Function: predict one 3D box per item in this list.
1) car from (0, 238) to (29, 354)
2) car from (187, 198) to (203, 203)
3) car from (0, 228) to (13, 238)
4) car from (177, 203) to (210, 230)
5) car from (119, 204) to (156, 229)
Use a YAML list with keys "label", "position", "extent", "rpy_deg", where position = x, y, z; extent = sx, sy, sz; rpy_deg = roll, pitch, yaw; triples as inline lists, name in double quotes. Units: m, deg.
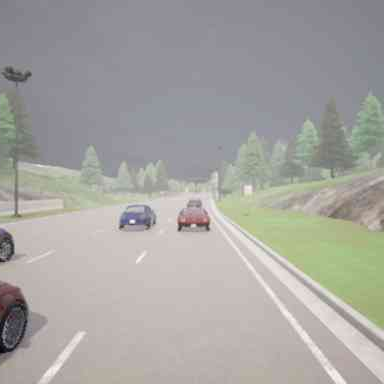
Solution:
- label: "car"
  position: [-3.398, 1.525, 3.144]
  extent: [1.812, 1.442, 4.674]
  rpy_deg: [0, 0, 0]
- label: "car"
  position: [0.395, 1.475, 41.862]
  extent: [2.128, 1.511, 4.902]
  rpy_deg: [0, 0, 2]
- label: "car"
  position: [-6.899, 1.349, 9.091]
  extent: [2.097, 1.767, 4.553]
  rpy_deg: [0, 0, 0]
- label: "car"
  position: [0.099, 1.593, 20.818]
  extent: [1.895, 1.301, 4.718]
  rpy_deg: [0, 0, 0]
- label: "car"
  position: [-3.401, 1.518, 21.281]
  extent: [1.812, 1.442, 4.674]
  rpy_deg: [0, 0, 0]
